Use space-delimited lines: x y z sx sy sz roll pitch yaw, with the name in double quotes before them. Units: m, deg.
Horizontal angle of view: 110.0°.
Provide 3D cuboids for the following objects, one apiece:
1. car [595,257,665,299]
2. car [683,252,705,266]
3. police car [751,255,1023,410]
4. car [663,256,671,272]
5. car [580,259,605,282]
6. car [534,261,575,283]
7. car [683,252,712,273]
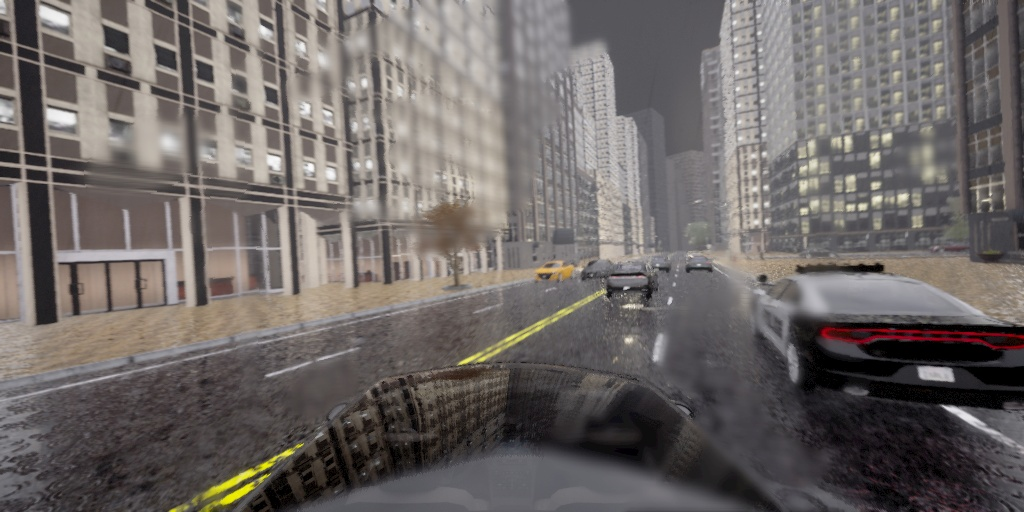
"car" 5.507 1.016 16.250 2.128 1.511 4.902 -3 0 25
"car" 21.462 0.332 42.461 2.128 1.511 4.902 -3 0 26
"police car" 5.358 0.934 5.947 1.930 1.638 5.238 -3 0 25
"car" 13.891 0.737 33.915 1.994 1.385 4.181 -3 0 25
"car" 6.328 1.013 25.997 1.837 1.490 4.892 -3 -1 26
"car" 3.285 1.128 27.159 1.882 1.535 5.008 -3 0 26
"car" 15.942 0.634 30.738 1.994 1.385 4.181 -3 0 26
